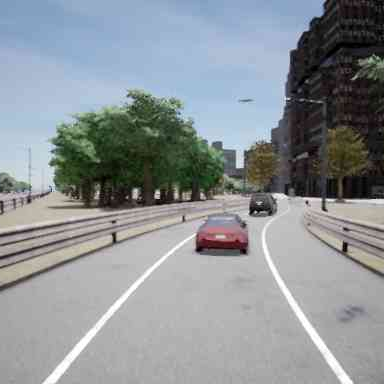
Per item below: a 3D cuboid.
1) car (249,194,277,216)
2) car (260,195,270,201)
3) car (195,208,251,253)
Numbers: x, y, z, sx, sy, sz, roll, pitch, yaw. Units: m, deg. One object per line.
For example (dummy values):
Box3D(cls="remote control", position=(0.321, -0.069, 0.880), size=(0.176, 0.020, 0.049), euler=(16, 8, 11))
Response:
Box3D(cls="car", position=(7.312, 1.248, 33.919), size=(2.150, 2.045, 5.566), euler=(0, 0, 21))
Box3D(cls="car", position=(19.094, 1.575, 87.246), size=(1.895, 1.301, 4.718), euler=(0, 0, 2))
Box3D(cls="car", position=(1.354, 1.574, 13.895), size=(1.994, 1.385, 4.181), euler=(0, 0, 10))
